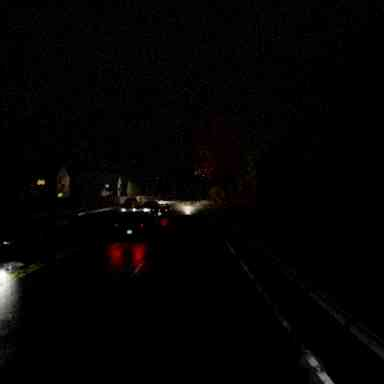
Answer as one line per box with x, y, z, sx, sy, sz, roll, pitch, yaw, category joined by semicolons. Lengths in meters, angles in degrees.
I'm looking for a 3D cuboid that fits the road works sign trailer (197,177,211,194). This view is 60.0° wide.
1.784;-1.412;68.277;2.880;3.560;2.380;18;-7;-8;road works sign trailer

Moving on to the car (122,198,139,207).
-9.824;1.709;53.156;2.097;1.767;4.553;0;0;0;car

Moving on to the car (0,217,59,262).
-6.600;1.652;12.374;1.994;1.385;4.181;0;0;0;car

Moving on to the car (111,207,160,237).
-3.151;1.734;18.986;1.895;1.301;4.718;0;0;0;car

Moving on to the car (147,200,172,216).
-3.152;1.841;34.741;1.895;1.301;4.718;0;0;0;car

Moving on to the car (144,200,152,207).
-6.576;1.960;53.599;1.895;1.301;4.718;0;0;0;car
